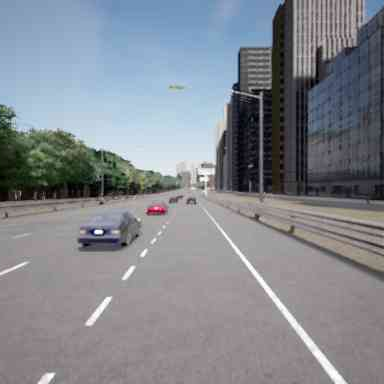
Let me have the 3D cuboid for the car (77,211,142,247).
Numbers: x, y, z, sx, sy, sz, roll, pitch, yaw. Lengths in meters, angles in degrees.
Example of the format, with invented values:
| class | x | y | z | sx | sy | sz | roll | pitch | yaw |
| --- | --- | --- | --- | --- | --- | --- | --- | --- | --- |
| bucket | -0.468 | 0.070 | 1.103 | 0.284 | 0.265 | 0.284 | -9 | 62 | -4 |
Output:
| class | x | y | z | sx | sy | sz | roll | pitch | yaw |
| --- | --- | --- | --- | --- | --- | --- | --- | --- | --- |
| car | -3.512 | 1.551 | 14.998 | 2.033 | 1.411 | 5.357 | 0 | 0 | 0 |

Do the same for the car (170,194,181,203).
| class | x | y | z | sx | sy | sz | roll | pitch | yaw |
| --- | --- | --- | --- | --- | --- | --- | --- | --- | --- |
| car | -3.745 | 1.556 | 69.569 | 1.837 | 1.490 | 4.892 | 0 | 0 | 0 |

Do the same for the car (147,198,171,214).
| class | x | y | z | sx | sy | sz | roll | pitch | yaw |
| --- | --- | --- | --- | --- | --- | --- | --- | --- | --- |
| car | -3.563 | 1.581 | 35.023 | 1.994 | 1.385 | 4.181 | 0 | 0 | 0 |

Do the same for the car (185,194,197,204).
| class | x | y | z | sx | sy | sz | roll | pitch | yaw |
| --- | --- | --- | --- | --- | --- | --- | --- | --- | --- |
| car | -0.120 | 1.554 | 65.489 | 1.837 | 1.490 | 4.892 | 0 | -1 | 0 |
